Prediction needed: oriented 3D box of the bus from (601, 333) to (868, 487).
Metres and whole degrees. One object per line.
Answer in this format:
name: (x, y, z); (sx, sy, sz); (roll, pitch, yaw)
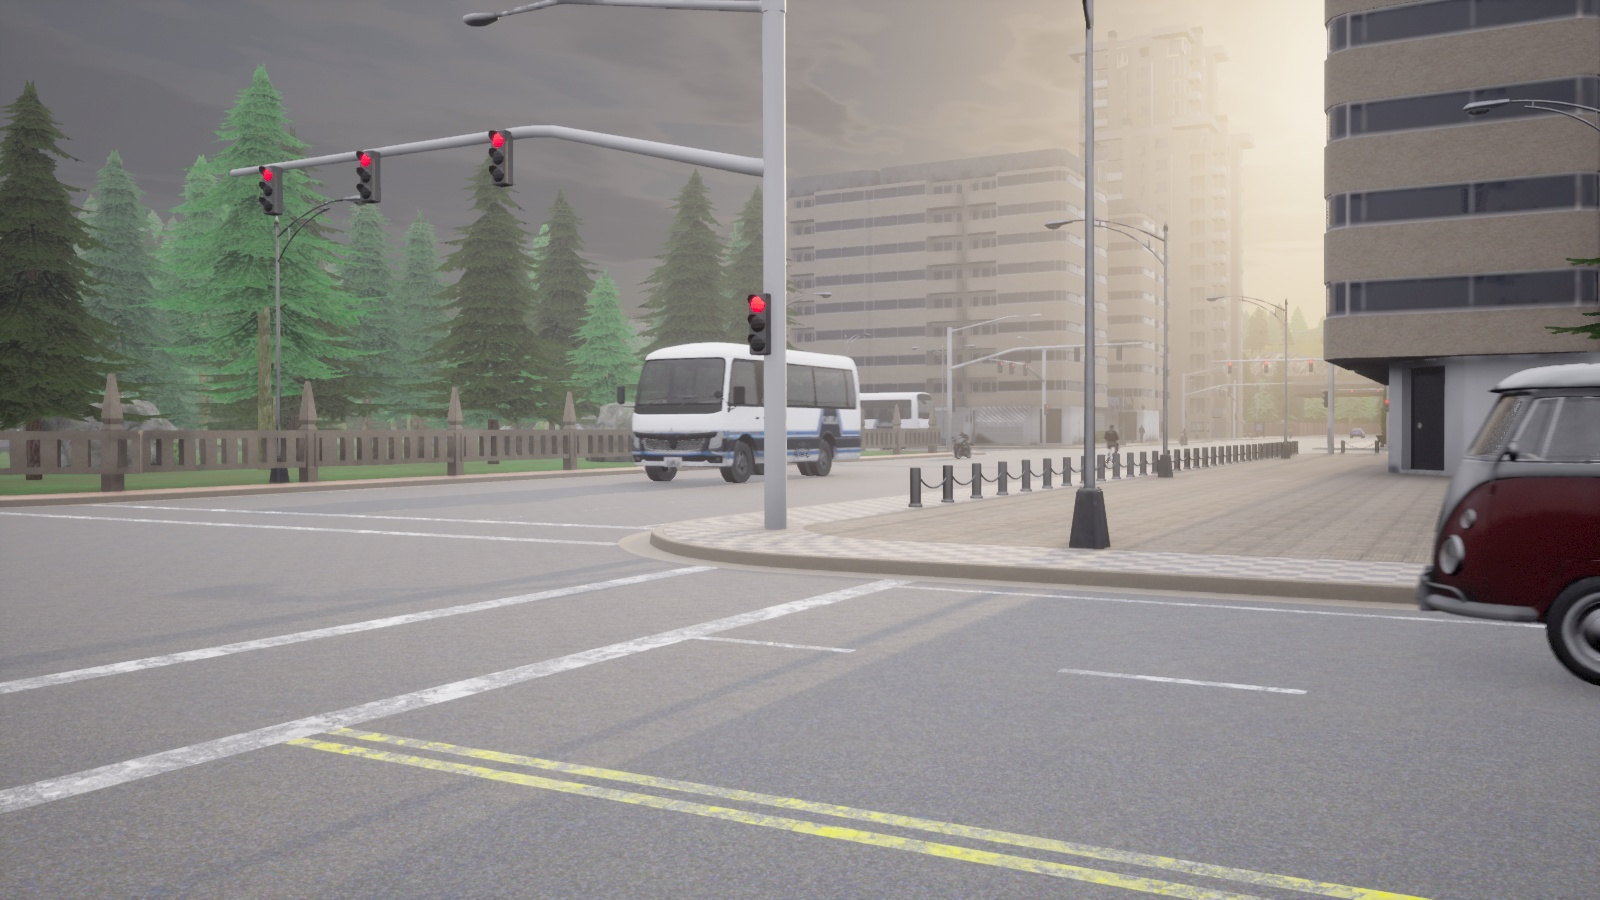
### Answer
bus: (-1.713, -1.201, 40.229); (3.944, 4.253, 10.273); (1, 1, 27)

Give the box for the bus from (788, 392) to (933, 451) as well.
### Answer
bus: (4.511, -2.109, 94.945); (10.273, 4.253, 3.944); (1, 1, 30)

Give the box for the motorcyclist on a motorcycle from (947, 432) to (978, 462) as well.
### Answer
motorcyclist on a motorcycle: (8.558, -0.167, 66.225); (0.866, 1.530, 2.191); (1, 1, 29)

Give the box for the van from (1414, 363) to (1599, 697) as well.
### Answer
van: (6.270, 0.480, 7.655); (4.442, 1.987, 1.775); (1, 1, 29)
